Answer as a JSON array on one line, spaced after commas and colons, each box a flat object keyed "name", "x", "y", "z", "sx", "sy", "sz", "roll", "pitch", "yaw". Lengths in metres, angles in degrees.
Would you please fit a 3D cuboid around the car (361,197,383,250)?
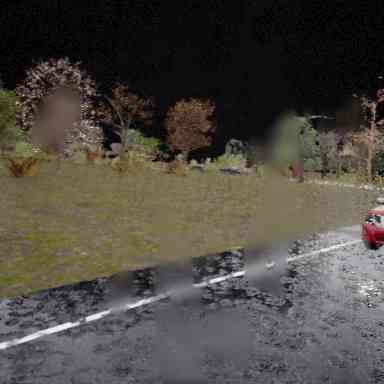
[{"name": "car", "x": 7.525, "y": 0.823, "z": 10.714, "sx": 5.566, "sy": 2.045, "sz": 2.150, "roll": -1, "pitch": 5, "yaw": -43}]

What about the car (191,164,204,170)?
[{"name": "car", "x": 1.850, "y": -6.101, "z": 80.911, "sx": 1.812, "sy": 1.442, "sz": 4.674, "roll": -1, "pitch": 7, "yaw": -43}]

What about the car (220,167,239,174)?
[{"name": "car", "x": 8.328, "y": -4.908, "z": 73.930, "sx": 1.812, "sy": 1.442, "sz": 4.674, "roll": -1, "pitch": 7, "yaw": -43}]
